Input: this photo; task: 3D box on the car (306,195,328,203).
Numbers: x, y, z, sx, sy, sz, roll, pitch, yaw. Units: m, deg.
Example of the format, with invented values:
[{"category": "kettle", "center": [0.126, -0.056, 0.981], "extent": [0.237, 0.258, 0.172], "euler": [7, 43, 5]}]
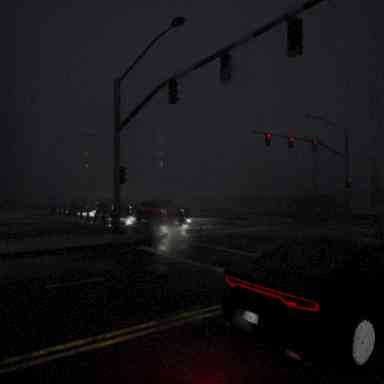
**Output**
[{"category": "car", "center": [26.464, 1.481, 70.509], "extent": [1.784, 1.438, 3.905], "euler": [0, 0, -36]}]

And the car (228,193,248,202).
[{"category": "car", "center": [10.810, 1.254, 77.930], "extent": [1.932, 1.855, 4.605], "euler": [0, 0, -36]}]

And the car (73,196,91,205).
[{"category": "car", "center": [-20.716, 1.541, 62.663], "extent": [1.837, 1.490, 4.892], "euler": [0, 0, -35]}]

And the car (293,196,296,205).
[{"category": "car", "center": [24.068, 1.265, 68.882], "extent": [1.932, 1.855, 4.605], "euler": [0, 0, -36]}]

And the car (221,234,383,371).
[{"category": "car", "center": [2.783, 1.488, 5.790], "extent": [5.008, 1.535, 1.882], "euler": [0, 0, -36]}]

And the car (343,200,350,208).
[{"category": "car", "center": [18.286, 1.231, 43.209], "extent": [1.905, 1.878, 3.866], "euler": [0, 0, -36]}]

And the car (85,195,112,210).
[{"category": "car", "center": [-12.848, 1.381, 45.383], "extent": [2.097, 1.767, 4.553], "euler": [0, 0, -36]}]

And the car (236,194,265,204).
[{"category": "car", "center": [10.356, 1.475, 59.006], "extent": [1.970, 1.475, 3.806], "euler": [0, 0, -36]}]

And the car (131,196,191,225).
[{"category": "car", "center": [-2.390, 1.375, 24.780], "extent": [2.097, 1.767, 4.553], "euler": [0, 0, -36]}]

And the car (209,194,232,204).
[{"category": "car", "center": [6.294, 1.486, 74.653], "extent": [1.970, 1.475, 3.806], "euler": [0, 0, -36]}]

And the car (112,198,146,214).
[{"category": "car", "center": [-7.153, 1.507, 37.426], "extent": [1.882, 1.535, 5.008], "euler": [0, 0, -36]}]

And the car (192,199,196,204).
[{"category": "car", "center": [-1.924, 1.593, 30.132], "extent": [1.994, 1.385, 4.181], "euler": [0, 0, -36]}]

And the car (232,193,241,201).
[{"category": "car", "center": [8.653, 1.460, 76.332], "extent": [1.784, 1.438, 3.905], "euler": [0, 0, -36]}]

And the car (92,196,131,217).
[{"category": "car", "center": [-7.527, 1.375, 31.938], "extent": [2.097, 1.767, 4.553], "euler": [0, 0, -36]}]

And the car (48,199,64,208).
[{"category": "car", "center": [-19.769, 1.624, 49.071], "extent": [1.895, 1.301, 4.718], "euler": [0, 0, -35]}]

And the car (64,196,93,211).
[{"category": "car", "center": [-13.396, 1.514, 40.127], "extent": [2.128, 1.511, 4.902], "euler": [0, 0, -36]}]

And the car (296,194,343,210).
[{"category": "car", "center": [15.896, 1.223, 41.574], "extent": [1.932, 1.855, 4.605], "euler": [0, 0, -36]}]
